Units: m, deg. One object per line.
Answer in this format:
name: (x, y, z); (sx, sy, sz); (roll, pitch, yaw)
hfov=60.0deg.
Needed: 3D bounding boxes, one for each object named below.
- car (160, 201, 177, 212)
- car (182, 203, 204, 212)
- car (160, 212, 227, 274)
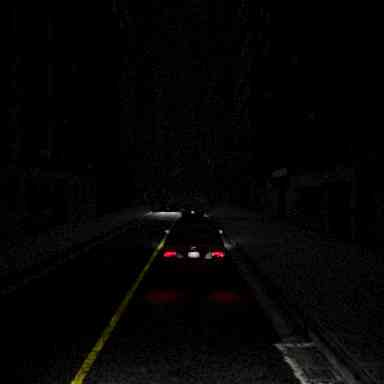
car: (-2.858, 1.789, 41.417); (1.994, 1.385, 4.181); (0, 0, 0)
car: (0.070, 1.735, 30.950); (1.994, 1.385, 4.181); (0, 0, 0)
car: (0.061, 1.609, 10.751); (2.033, 1.411, 5.357); (0, 0, 0)
